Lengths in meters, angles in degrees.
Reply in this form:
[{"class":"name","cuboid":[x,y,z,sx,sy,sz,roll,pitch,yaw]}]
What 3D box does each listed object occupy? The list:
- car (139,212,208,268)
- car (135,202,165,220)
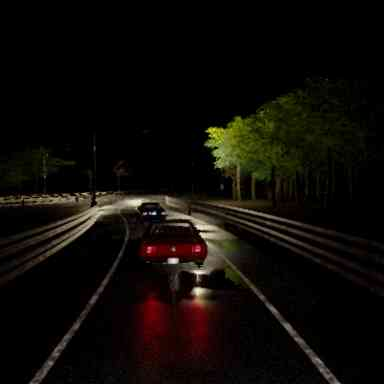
[{"class":"car","cuboid":[-0.734,1.560,11.150,1.895,1.301,4.718,0,0,-6]},{"class":"car","cuboid":[-3.067,1.452,24.332,2.033,1.411,5.357,0,0,-14]}]
